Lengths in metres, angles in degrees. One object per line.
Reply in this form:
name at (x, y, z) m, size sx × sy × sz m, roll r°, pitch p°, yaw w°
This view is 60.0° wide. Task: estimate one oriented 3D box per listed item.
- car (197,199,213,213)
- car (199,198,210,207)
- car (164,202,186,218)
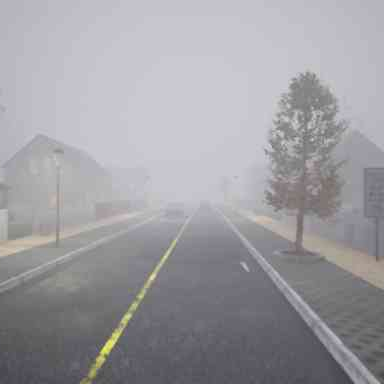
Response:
car at (1.627, 1.906, 41.603) m, size 2.033 × 1.411 × 5.357 m, roll 0°, pitch 0°, yaw 2°
car at (2.362, 2.028, 63.542) m, size 2.128 × 1.511 × 4.902 m, roll 0°, pitch 0°, yaw 2°
car at (-1.629, 1.761, 33.504) m, size 1.882 × 1.535 × 5.008 m, roll 0°, pitch 0°, yaw 2°
